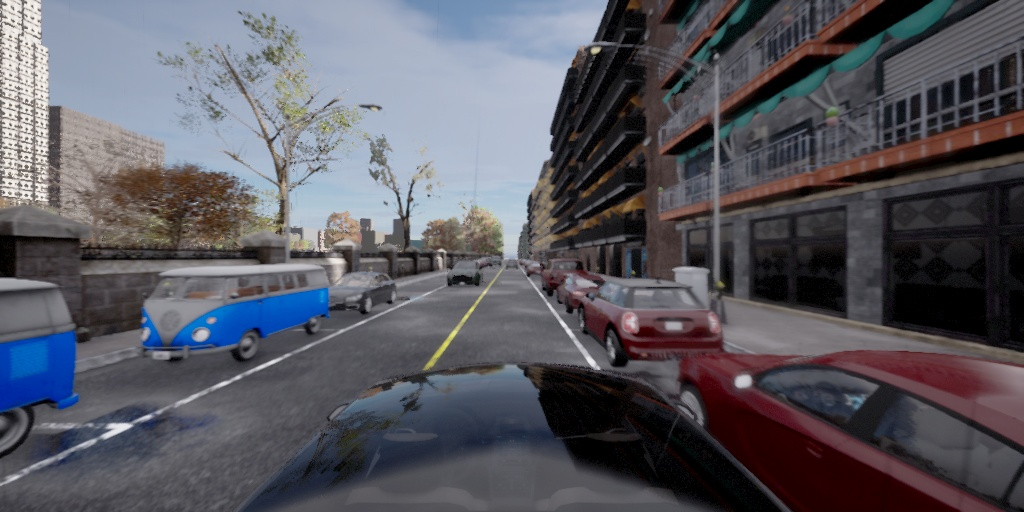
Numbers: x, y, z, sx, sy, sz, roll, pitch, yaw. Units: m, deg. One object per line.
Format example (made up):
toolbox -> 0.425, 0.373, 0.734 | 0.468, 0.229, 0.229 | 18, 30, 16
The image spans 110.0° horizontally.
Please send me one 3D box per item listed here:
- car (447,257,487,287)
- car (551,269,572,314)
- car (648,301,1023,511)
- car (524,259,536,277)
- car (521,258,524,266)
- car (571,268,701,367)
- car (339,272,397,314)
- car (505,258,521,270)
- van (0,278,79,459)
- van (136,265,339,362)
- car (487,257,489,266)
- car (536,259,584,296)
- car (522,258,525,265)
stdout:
car -> -3.090, 1.108, 24.491 | 2.097, 1.767, 4.553 | 0, 0, 0
car -> 2.695, 1.333, 13.544 | 1.802, 1.307, 4.207 | 0, 0, 0
car -> 2.691, 1.295, 2.284 | 1.888, 1.381, 4.507 | 0, 0, 0
car -> 2.362, 1.290, 34.884 | 1.812, 1.442, 4.674 | 0, 0, 0
car -> 2.707, 1.322, 52.956 | 1.888, 1.381, 4.507 | 0, 0, 0
car -> 2.693, 1.190, 7.913 | 1.967, 1.591, 4.097 | 0, 0, 0
car -> -5.686, 1.301, 13.546 | 2.007, 1.370, 4.403 | 0, 0, 0
car -> 0.020, 1.271, 54.420 | 2.128, 1.511, 4.902 | 0, 0, 0
van -> -5.690, 1.091, 2.287 | 1.690, 1.789, 3.998 | 0, 0, 0
van -> -5.687, 1.090, 7.916 | 1.690, 1.789, 3.998 | 0, 0, 0
car -> -5.670, 1.332, 64.218 | 1.888, 1.381, 4.507 | 0, 0, 0
car -> 2.697, 1.068, 19.174 | 2.192, 1.841, 5.009 | 0, 0, 0
car -> 2.705, 1.324, 47.326 | 2.007, 1.370, 4.403 | 0, 0, 0
